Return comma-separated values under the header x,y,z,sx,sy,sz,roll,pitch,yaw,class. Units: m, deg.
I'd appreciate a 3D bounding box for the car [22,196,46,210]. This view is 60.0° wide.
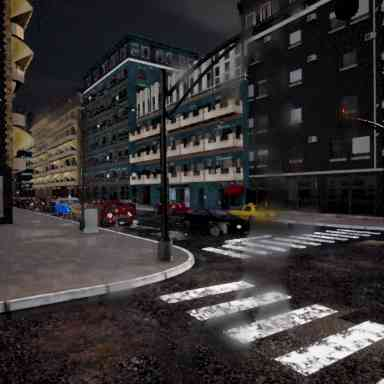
x,y,z,sx,sy,sz,roll,pitch,yaw,class
-21.905,1.628,46.455,1.967,1.590,4.097,-1,1,-35,car

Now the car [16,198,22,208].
x,y,z,sx,sy,sz,roll,pitch,yaw,class
-25.115,1.770,50.963,1.947,1.339,4.313,-1,1,-35,car

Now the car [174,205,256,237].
x,y,z,sx,sy,sz,roll,pitch,yaw,class
1.186,1.615,18.668,1.994,1.385,4.181,-1,0,-38,car

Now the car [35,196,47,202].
x,y,z,sx,sy,sz,roll,pitch,yaw,class
-37.563,1.728,82.867,1.887,1.381,4.507,-1,1,-35,car

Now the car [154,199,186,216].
x,y,z,sx,sy,sz,roll,pitch,yaw,class
-2.233,1.441,33.291,1.967,1.590,4.097,-1,1,-35,car

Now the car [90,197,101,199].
x,y,z,sx,sy,sz,roll,pitch,yaw,class
-15.081,1.502,51.318,1.967,1.590,4.097,-1,1,-35,car

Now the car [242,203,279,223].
x,y,z,sx,sy,sz,roll,pitch,yaw,class
4.093,1.498,24.417,1.752,1.417,4.829,-1,1,-35,car

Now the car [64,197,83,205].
x,y,z,sx,sy,sz,roll,pitch,yaw,class
-21.504,1.645,60.333,2.008,1.369,4.403,-1,1,-35,car

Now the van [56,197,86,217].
x,y,z,sx,sy,sz,roll,pitch,yaw,class
-12.271,1.483,32.934,1.690,1.788,3.998,-1,1,-35,van

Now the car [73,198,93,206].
x,y,z,sx,sy,sz,roll,pitch,yaw,class
-18.292,1.644,55.826,1.947,1.339,4.313,-1,1,-35,car

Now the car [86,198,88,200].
x,y,z,sx,sy,sz,roll,pitch,yaw,class
-15.227,1.619,41.600,2.128,1.511,4.902,-1,0,-35,car

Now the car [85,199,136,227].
x,y,z,sx,sy,sz,roll,pitch,yaw,class
-5.846,1.553,23.922,1.967,1.590,4.097,-1,1,-35,car

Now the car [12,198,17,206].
x,y,z,sx,sy,sz,roll,pitch,yaw,class
-31.539,1.783,59.977,1.887,1.381,4.507,-1,1,-35,car

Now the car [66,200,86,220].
x,y,z,sx,sy,sz,roll,pitch,yaw,class
-8.957,1.652,28.290,1.752,1.417,4.829,-1,1,-35,car

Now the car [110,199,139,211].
x,y,z,sx,sy,sz,roll,pitch,yaw,class
-8.656,1.582,42.305,2.008,1.369,4.403,-1,1,-35,car
